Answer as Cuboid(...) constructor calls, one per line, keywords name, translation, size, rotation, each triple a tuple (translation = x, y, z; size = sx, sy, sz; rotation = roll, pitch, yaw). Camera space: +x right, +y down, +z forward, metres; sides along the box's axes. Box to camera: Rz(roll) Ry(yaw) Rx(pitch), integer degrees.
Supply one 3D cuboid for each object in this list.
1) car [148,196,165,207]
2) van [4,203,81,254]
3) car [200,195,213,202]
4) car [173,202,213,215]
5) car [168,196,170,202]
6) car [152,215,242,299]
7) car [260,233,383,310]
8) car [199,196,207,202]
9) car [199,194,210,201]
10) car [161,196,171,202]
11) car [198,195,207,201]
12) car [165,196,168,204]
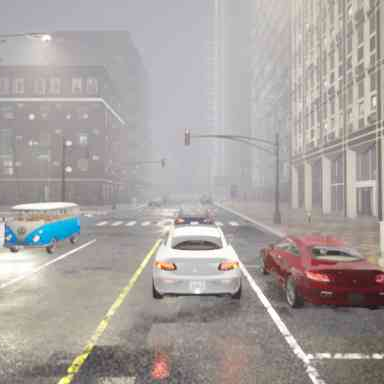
Cuboid(name="car", translation=(-5.694, 1.538, 51.134), size=(2.008, 1.369, 4.403), rotation=(1, 0, 0))
Cuboid(name="van", translation=(-5.765, 1.339, 13.217), size=(1.690, 1.788, 3.998), rotation=(1, 0, 0))
Cuboid(name="car", translation=(2.684, 1.567, 56.793), size=(1.802, 1.307, 4.206), rotation=(1, 0, 0))
Cuboid(name="car", translation=(0.071, 1.500, 17.410), size=(2.163, 1.488, 4.792), rotation=(0, 0, -1))
Cuboid(name="car", translation=(-5.697, 1.549, 62.443), size=(1.947, 1.339, 4.313), rotation=(1, 0, 0))
Cuboid(name="car", translation=(0.103, 1.524, 8.298), size=(1.812, 1.442, 4.674), rotation=(0, 0, 0))
Cuboid(name="car", translation=(2.699, 1.581, 7.536), size=(1.802, 1.307, 4.206), rotation=(1, 0, 0))
Cuboid(name="car", translation=(2.677, 1.560, 79.412), size=(1.802, 1.307, 4.206), rotation=(1, 0, 0))
Cuboid(name="car", translation=(2.687, 1.298, 62.448), size=(2.192, 1.841, 5.009), rotation=(1, 0, 0))
Cuboid(name="car", translation=(-5.701, 1.562, 73.752), size=(1.802, 1.307, 4.206), rotation=(1, 0, 0))
Cuboid(name="car", translation=(2.676, 1.527, 85.066), size=(2.008, 1.369, 4.403), rotation=(1, 0, 0))
Cuboid(name="car", translation=(-5.695, 1.536, 56.788), size=(2.008, 1.369, 4.403), rotation=(1, 0, 0))
